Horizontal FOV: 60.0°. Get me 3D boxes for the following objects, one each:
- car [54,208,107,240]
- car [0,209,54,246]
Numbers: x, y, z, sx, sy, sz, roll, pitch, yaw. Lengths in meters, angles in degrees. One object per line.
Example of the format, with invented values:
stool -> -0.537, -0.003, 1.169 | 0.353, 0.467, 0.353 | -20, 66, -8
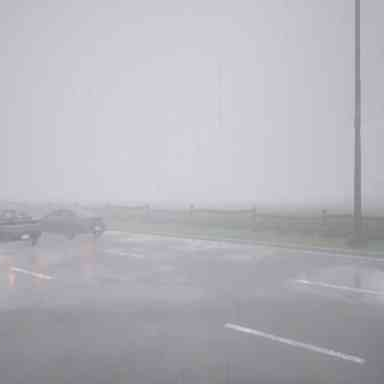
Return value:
car -> -6.306, 1.530, 16.927 | 4.674, 1.442, 1.812 | 0, 0, 35
car -> -8.323, 1.492, 14.067 | 4.902, 1.511, 2.128 | 0, 0, 35
